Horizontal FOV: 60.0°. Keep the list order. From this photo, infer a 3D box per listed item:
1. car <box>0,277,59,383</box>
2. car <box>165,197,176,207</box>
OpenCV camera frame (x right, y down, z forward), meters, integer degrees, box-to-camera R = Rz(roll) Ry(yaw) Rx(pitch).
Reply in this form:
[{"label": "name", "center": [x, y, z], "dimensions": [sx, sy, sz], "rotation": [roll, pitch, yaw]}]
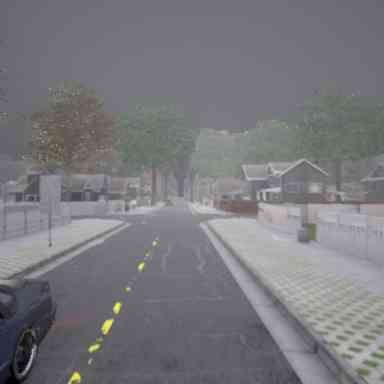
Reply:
[{"label": "car", "center": [-2.907, 1.605, 2.750], "dimensions": [2.033, 1.411, 5.357], "rotation": [0, -1, -1]}, {"label": "car", "center": [-4.874, 2.443, 71.832], "dimensions": [1.837, 1.490, 4.892], "rotation": [0, -1, -2]}]
